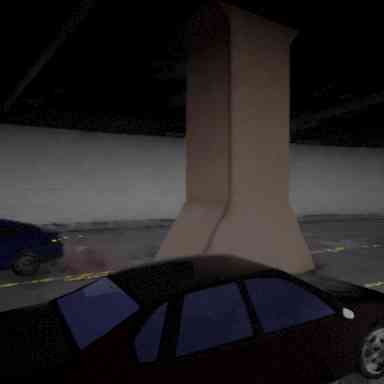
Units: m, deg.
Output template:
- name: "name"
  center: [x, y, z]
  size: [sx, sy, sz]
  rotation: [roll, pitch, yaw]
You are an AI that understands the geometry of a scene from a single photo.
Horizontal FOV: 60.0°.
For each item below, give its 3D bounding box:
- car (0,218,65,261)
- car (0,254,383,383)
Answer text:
- name: "car"
  center: [-5.679, 1.395, 8.325]
  size: [4.674, 1.442, 1.812]
  rotation: [0, 1, -33]
- name: "car"
  center: [0.319, 1.493, 3.842]
  size: [5.357, 1.411, 2.033]
  rotation: [0, 1, -30]
